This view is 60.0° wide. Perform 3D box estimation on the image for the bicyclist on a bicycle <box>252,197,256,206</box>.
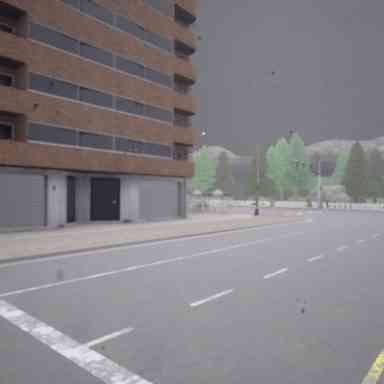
[{"bbox_3d":[10.645,1.637,56.550,0.582,1.620,1.656,0,0,41],"label":"bicyclist on a bicycle"}]
